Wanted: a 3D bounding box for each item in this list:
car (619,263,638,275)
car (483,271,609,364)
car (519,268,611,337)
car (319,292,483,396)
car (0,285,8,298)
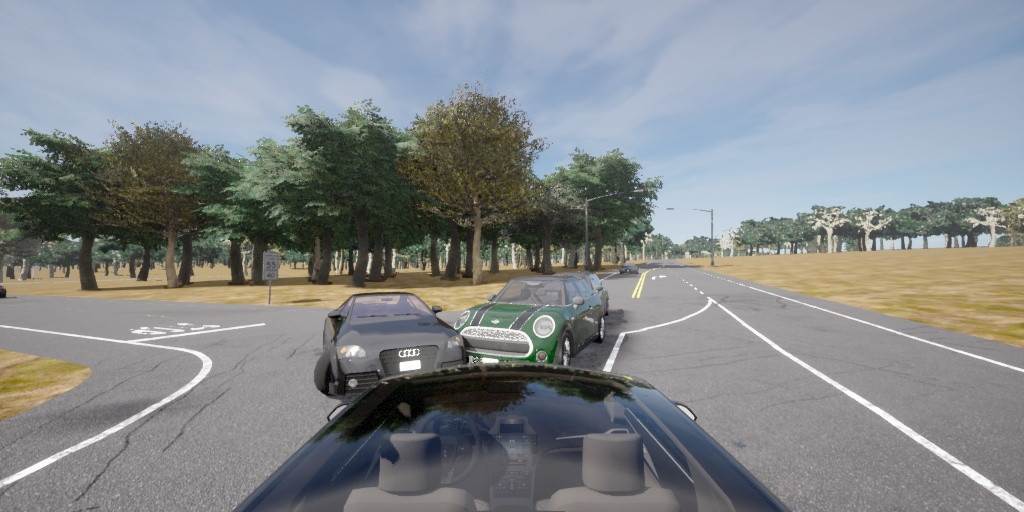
[{"bbox_3d":[14.111,1.542,43.209,1.994,1.385,4.181,-1,0,22],"label":"car"},{"bbox_3d":[0.616,1.218,7.856,2.097,1.767,4.553,-1,-2,26],"label":"car"},{"bbox_3d":[2.024,1.344,12.169,2.097,1.767,4.553,-1,-1,21],"label":"car"},{"bbox_3d":[-2.355,1.376,6.652,1.994,1.385,4.181,1,-2,-29],"label":"car"},{"bbox_3d":[-40.855,2.561,27.428,4.181,1.385,1.994,-2,-3,22],"label":"car"}]
